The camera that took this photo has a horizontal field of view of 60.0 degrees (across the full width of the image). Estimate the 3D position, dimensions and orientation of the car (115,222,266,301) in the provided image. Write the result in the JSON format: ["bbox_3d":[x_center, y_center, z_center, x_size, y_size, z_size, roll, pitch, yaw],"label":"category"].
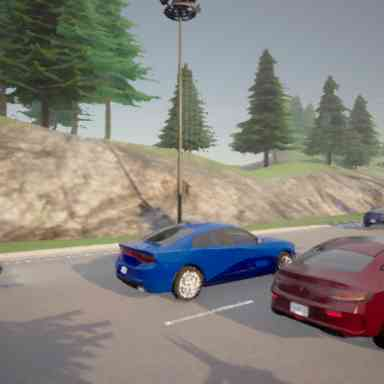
[{"bbox_3d":[0.578,1.501,8.463,5.008,1.535,1.882,0,0,-36],"label":"car"}]

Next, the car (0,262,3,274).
[{"bbox_3d":[-7.214,1.541,7.199,5.357,1.411,2.033,0,0,-36],"label":"car"}]

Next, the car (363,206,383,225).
[{"bbox_3d":[13.062,1.626,22.024,4.674,1.442,1.812,0,0,-37],"label":"car"}]

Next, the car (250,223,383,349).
[{"bbox_3d":[3.439,1.553,6.206,4.674,1.442,1.812,0,0,-36],"label":"car"}]
